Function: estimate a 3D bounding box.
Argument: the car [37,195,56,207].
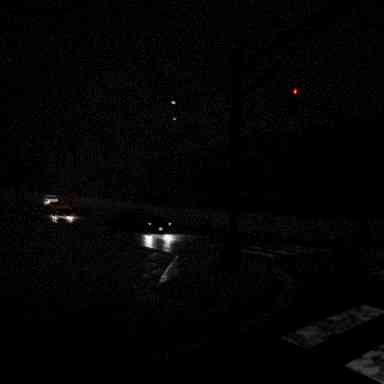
[{"bbox_3d":[-23.365,1.503,53.787,2.150,2.045,5.566,4,-1,-36],"label":"car"}]

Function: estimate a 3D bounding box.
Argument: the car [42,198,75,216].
[{"bbox_3d":[-15.021,1.767,37.369,1.882,1.535,5.008,4,-2,-36],"label":"car"}]

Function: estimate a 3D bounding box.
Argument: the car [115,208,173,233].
[{"bbox_3d":[-3.322,1.744,21.158,2.033,1.411,5.357,4,-3,-36],"label":"car"}]
